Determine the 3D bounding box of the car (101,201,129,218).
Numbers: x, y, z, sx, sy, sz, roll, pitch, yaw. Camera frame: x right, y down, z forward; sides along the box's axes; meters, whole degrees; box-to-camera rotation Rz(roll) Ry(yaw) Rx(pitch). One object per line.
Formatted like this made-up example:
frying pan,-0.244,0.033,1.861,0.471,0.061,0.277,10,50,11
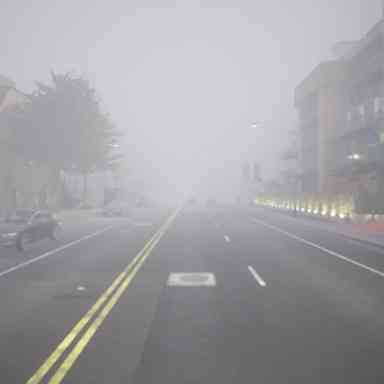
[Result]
car,-7.141,1.575,31.475,1.812,1.442,4.674,0,0,0

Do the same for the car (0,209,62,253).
car,-7.120,1.514,13.969,2.128,1.511,4.902,0,0,0

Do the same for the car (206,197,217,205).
car,3.413,1.583,59.135,2.128,1.511,4.902,0,0,0

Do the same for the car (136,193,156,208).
car,-7.134,1.430,50.538,2.097,1.767,4.553,0,0,0

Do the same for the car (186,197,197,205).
car,-0.087,1.569,59.127,1.882,1.535,5.008,0,0,0
